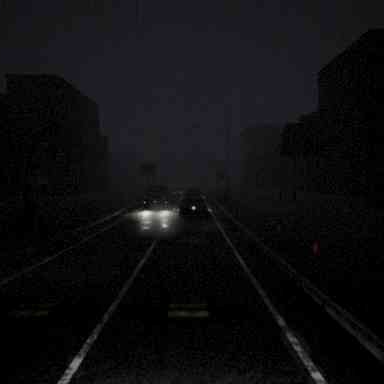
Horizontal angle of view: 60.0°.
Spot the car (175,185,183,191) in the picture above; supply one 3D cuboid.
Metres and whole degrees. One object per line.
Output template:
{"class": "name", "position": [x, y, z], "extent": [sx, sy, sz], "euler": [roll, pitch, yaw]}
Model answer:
{"class": "car", "position": [-2.958, -0.858, 72.633], "extent": [2.033, 1.411, 5.357], "euler": [0, 2, 0]}

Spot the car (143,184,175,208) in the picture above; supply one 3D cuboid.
{"class": "car", "position": [-3.080, 0.331, 30.656], "extent": [2.150, 2.045, 5.566], "euler": [0, 2, 0]}

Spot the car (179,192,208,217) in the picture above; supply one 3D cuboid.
{"class": "car", "position": [0.113, 0.958, 24.249], "extent": [1.994, 1.385, 4.181], "euler": [0, 3, 0]}

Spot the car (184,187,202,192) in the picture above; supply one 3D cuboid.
{"class": "car", "position": [0.123, 0.156, 40.934], "extent": [1.837, 1.490, 4.892], "euler": [0, 2, 0]}
